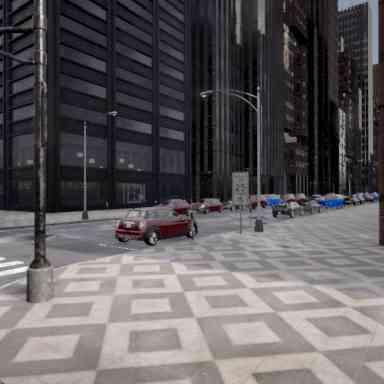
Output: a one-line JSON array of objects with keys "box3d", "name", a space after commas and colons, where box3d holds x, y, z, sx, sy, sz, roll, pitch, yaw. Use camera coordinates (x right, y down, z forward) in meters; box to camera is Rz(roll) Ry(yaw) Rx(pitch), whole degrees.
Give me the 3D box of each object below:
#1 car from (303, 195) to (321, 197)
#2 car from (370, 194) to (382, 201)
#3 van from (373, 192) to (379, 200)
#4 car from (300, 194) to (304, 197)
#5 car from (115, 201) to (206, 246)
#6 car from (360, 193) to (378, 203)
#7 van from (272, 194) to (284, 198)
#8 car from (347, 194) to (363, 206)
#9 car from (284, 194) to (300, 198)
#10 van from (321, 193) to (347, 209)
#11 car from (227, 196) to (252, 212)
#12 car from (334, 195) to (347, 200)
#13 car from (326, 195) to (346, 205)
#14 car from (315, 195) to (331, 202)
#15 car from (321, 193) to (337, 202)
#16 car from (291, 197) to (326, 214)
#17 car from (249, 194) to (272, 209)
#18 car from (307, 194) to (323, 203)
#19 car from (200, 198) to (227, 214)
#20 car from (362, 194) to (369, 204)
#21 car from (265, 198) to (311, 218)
[{"box3d": [17.545, 1.357, 46.149, 1.882, 1.535, 5.008, 0, 0, 36], "name": "car"}, {"box3d": [41.132, 1.247, 74.381, 1.967, 1.590, 4.097, 0, 0, 36], "name": "car"}, {"box3d": [37.857, 1.156, 69.828, 1.690, 1.788, 3.998, 0, 0, 36], "name": "van"}, {"box3d": [17.825, 1.199, 56.578, 2.192, 1.841, 5.009, 0, 0, 36], "name": "car"}, {"box3d": [-1.446, 1.393, 15.186, 1.967, 1.590, 4.097, 0, 0, 36], "name": "car"}, {"box3d": [34.582, 1.369, 65.275, 1.887, 1.381, 4.507, 0, 0, 36], "name": "car"}, {"box3d": [11.274, 1.247, 47.470, 1.690, 1.788, 3.998, 0, 0, 36], "name": "van"}, {"box3d": [24.756, 1.419, 51.614, 1.947, 1.339, 4.313, 0, 0, 36], "name": "car"}, {"box3d": [14.550, 1.209, 52.025, 2.192, 1.841, 5.009, 0, 0, 36], "name": "car"}, {"box3d": [18.205, 1.216, 42.507, 1.690, 1.788, 3.998, 0, 0, 36], "name": "van"}, {"box3d": [4.724, 1.480, 38.364, 2.008, 1.369, 4.403, 0, 0, 36], "name": "car"}, {"box3d": [37.479, 1.395, 83.902, 1.947, 1.339, 4.313, 0, 0, 36], "name": "car"}, {"box3d": [23.744, 1.351, 54.762, 2.128, 1.511, 4.902, 0, 0, 35], "name": "car"}, {"box3d": [27.652, 1.406, 70.240, 2.008, 1.369, 4.403, 0, 0, 36], "name": "car"}, {"box3d": [30.927, 1.161, 74.794, 2.192, 1.841, 5.009, 0, 0, 36], "name": "car"}, {"box3d": [11.655, 1.465, 33.400, 1.947, 1.339, 4.313, 0, 0, 36], "name": "car"}, {"box3d": [7.999, 1.232, 42.917, 2.192, 1.841, 5.009, 0, 0, 36], "name": "car"}, {"box3d": [24.377, 1.304, 65.687, 1.967, 1.590, 4.097, 0, 0, 36], "name": "car"}, {"box3d": [1.448, 1.382, 33.810, 1.967, 1.590, 4.097, 0, 0, 36], "name": "car"}, {"box3d": [28.031, 1.409, 56.167, 1.947, 1.339, 4.313, 0, 0, 36], "name": "car"}, {"box3d": [8.380, 1.463, 28.847, 2.008, 1.369, 4.403, 0, 0, 36], "name": "car"}]
